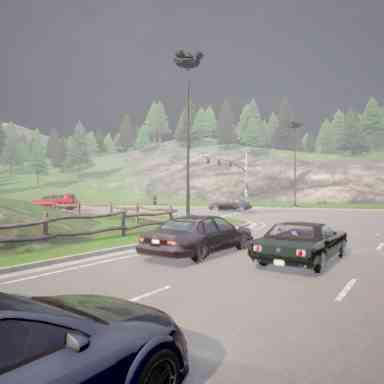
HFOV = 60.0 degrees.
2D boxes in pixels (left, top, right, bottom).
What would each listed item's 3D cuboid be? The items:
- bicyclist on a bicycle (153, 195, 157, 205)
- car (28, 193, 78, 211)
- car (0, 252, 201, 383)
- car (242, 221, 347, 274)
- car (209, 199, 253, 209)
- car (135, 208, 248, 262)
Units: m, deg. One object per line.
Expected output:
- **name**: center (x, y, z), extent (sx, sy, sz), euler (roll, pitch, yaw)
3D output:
- **bicyclist on a bicycle**: center (-5.785, 1.302, 51.925), extent (0.582, 1.620, 1.656), euler (0, 0, 14)
- **car**: center (-16.283, 1.215, 39.138), extent (5.566, 2.045, 2.150), euler (-1, 0, 7)
- **car**: center (-1.842, 1.564, 2.801), extent (1.994, 1.385, 4.181), euler (0, 0, 35)
- **car**: center (3.624, 1.601, 10.723), extent (1.895, 1.301, 4.718), euler (0, 0, 35)
- **car**: center (4.307, 1.492, 37.286), extent (4.902, 1.511, 2.128), euler (0, 0, 20)
- **car**: center (0.337, 1.548, 12.134), extent (2.033, 1.411, 5.357), euler (0, 0, 35)
